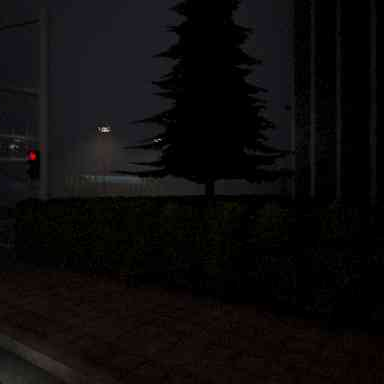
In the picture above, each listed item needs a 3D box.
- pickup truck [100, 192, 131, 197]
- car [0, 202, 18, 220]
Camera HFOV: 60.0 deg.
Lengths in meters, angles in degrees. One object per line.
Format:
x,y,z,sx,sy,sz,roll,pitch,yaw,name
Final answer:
-12.465,1.124,55.298,6.274,2.098,2.390,0,0,-24,pickup truck
-15.120,1.571,28.893,1.812,1.442,4.674,0,0,35,car
